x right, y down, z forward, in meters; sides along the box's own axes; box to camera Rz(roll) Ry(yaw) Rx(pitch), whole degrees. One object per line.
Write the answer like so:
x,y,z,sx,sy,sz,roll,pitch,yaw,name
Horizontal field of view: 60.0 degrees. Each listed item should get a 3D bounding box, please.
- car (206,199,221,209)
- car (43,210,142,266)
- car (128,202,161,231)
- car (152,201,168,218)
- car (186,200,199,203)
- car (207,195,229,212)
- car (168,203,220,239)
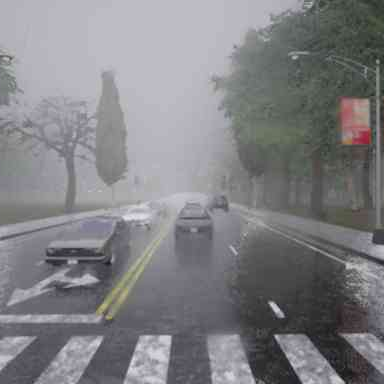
3.240,1.801,51.233,2.033,1.411,5.357,0,0,0,car
-3.350,1.590,11.990,2.033,1.411,5.357,0,0,0,car
-3.313,1.595,21.319,1.812,1.442,4.674,0,0,0,car
-3.257,1.621,31.754,2.128,1.511,4.902,0,0,0,car
0.091,1.656,38.296,2.128,1.511,4.902,0,0,0,car
3.241,1.393,40.846,2.150,2.045,5.566,0,0,0,car
0.094,1.532,17.432,2.128,1.511,4.902,0,0,0,car
